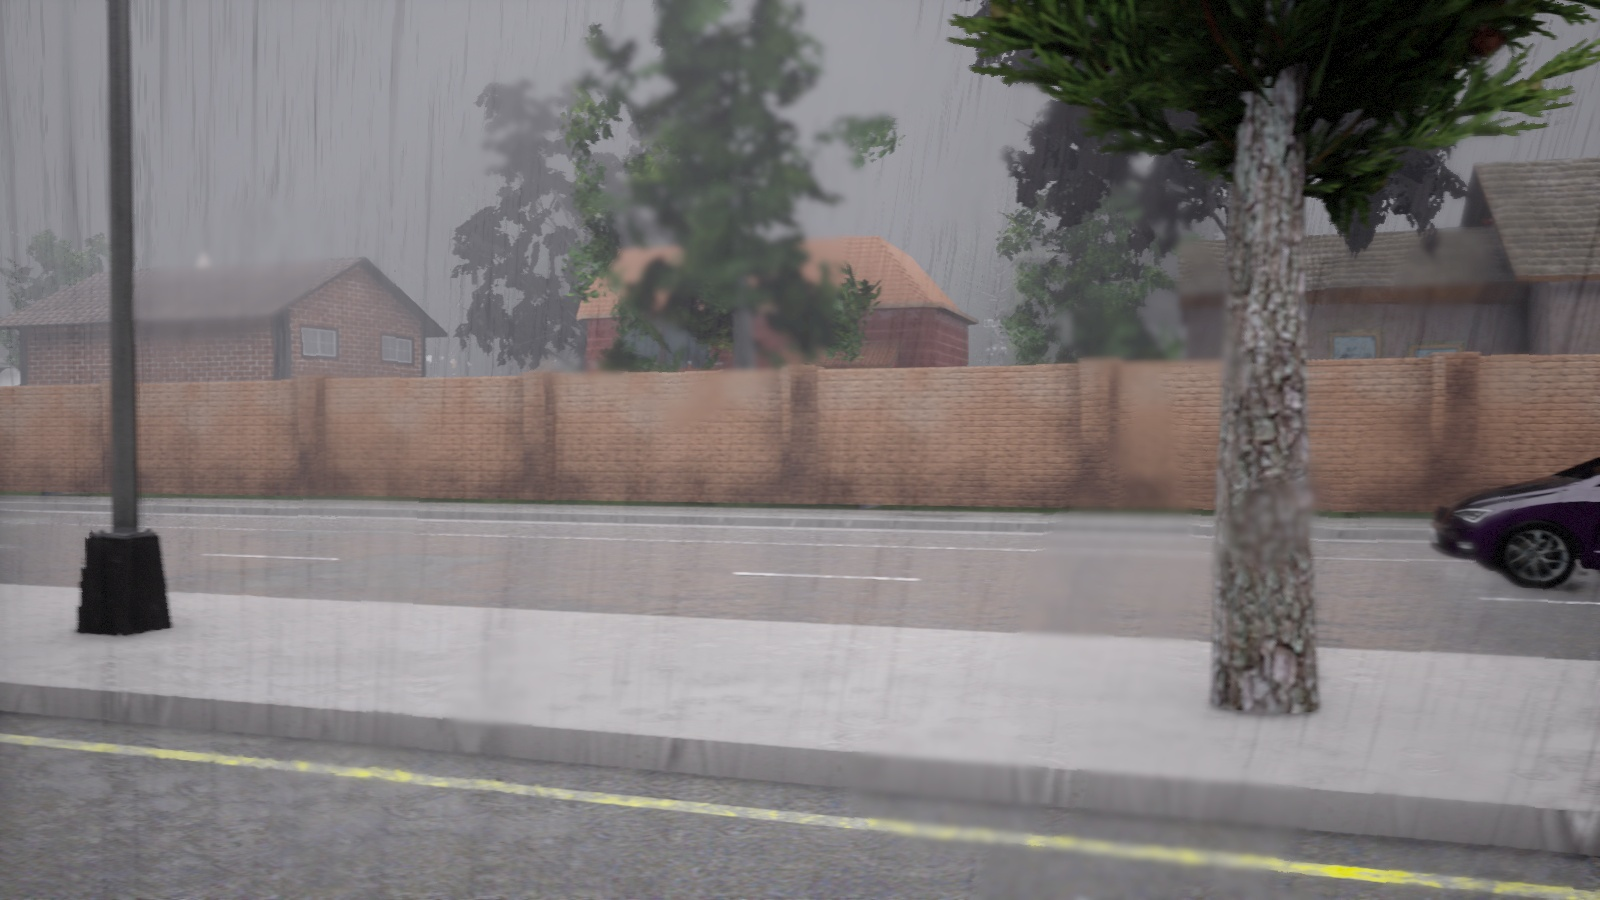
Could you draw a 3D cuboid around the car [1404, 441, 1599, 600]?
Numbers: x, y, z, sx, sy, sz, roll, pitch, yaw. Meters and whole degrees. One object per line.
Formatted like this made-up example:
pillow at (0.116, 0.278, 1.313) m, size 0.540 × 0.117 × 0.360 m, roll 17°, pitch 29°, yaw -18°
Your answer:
car at (8.448, 0.672, 12.483) m, size 4.193 × 1.474 × 1.816 m, roll 1°, pitch 1°, yaw 19°
